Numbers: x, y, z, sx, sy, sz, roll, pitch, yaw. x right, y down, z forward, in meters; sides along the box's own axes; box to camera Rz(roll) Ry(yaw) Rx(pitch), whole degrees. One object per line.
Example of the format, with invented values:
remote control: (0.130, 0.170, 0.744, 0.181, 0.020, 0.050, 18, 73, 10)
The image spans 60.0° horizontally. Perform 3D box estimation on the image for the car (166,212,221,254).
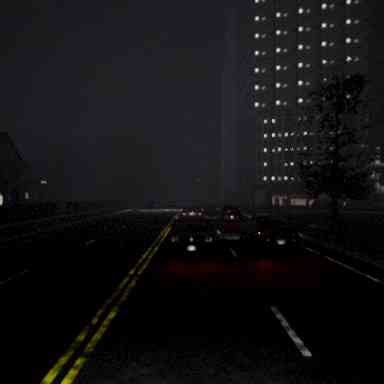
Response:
car: (-0.004, 1.733, 14.094, 1.895, 1.301, 4.718, 0, -1, 0)

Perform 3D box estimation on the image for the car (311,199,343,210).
car: (22.987, 2.210, 56.895, 5.009, 1.841, 2.192, 0, 1, 20)

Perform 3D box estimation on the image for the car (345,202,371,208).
car: (31.019, 2.341, 62.352, 4.403, 1.369, 2.008, 0, 1, 20)

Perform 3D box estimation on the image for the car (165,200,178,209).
car: (-3.276, 2.088, 54.690, 2.033, 1.411, 5.357, 0, -1, 0)

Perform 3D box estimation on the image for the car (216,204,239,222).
car: (3.242, 1.787, 29.288, 1.837, 1.490, 4.892, 0, 0, 0)

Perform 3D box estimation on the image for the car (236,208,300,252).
car: (3.250, 1.660, 14.382, 1.812, 1.442, 4.674, 0, 0, 0)

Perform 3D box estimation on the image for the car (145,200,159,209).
car: (-6.529, 2.014, 54.210, 1.882, 1.535, 5.008, 0, -1, 0)

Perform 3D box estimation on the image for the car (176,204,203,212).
car: (-0.012, 1.823, 28.980, 2.033, 1.411, 5.357, 0, -1, 0)
